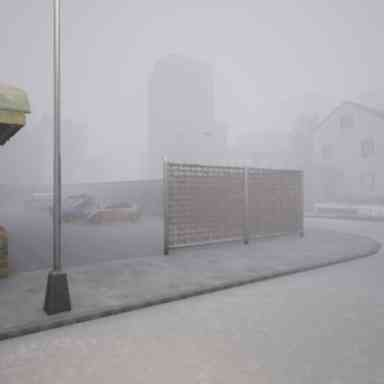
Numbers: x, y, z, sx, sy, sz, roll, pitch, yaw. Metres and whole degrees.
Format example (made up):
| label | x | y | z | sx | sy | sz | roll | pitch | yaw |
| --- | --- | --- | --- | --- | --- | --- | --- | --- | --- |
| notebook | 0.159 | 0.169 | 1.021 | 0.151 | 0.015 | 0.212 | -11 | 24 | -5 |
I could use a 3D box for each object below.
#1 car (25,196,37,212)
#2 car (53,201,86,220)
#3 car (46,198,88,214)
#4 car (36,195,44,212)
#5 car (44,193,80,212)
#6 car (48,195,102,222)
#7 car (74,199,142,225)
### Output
| label | x | y | z | sx | sy | sz | roll | pitch | yaw |
| --- | --- | --- | --- | --- | --- | --- | --- | --- | --- |
| car | -15.633 | 1.453 | 37.188 | 5.357 | 1.415 | 2.033 | 0 | 0 | -36 |
| car | -9.808 | 1.433 | 26.654 | 2.207 | 1.379 | 1.481 | 0 | 0 | -36 |
| car | -12.579 | 1.390 | 33.619 | 3.633 | 1.501 | 1.845 | 0 | 0 | -36 |
| car | -15.632 | 1.381 | 36.910 | 1.789 | 1.547 | 3.705 | 0 | 0 | -36 |
| car | -10.361 | 1.222 | 28.915 | 3.866 | 1.878 | 1.905 | 0 | 0 | -36 |
| car | -8.074 | 1.328 | 25.275 | 4.611 | 1.667 | 2.242 | 0 | 0 | -36 |
| car | -5.631 | 1.394 | 23.123 | 4.193 | 1.474 | 1.816 | 0 | 0 | -36 |
